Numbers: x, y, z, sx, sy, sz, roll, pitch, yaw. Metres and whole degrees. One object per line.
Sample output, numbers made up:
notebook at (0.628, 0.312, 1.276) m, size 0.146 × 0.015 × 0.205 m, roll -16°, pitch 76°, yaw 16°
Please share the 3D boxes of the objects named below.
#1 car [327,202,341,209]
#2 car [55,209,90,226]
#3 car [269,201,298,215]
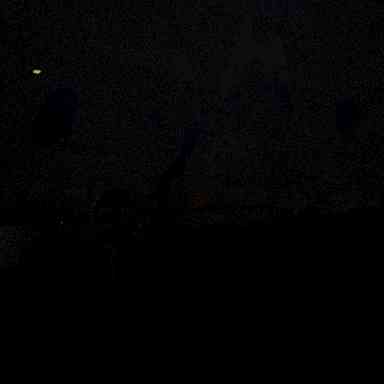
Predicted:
car at (28.593, 2.605, 66.912) m, size 1.994 × 1.385 × 4.181 m, roll 0°, pitch -1°, yaw 36°
car at (-8.639, 2.032, 27.156) m, size 1.895 × 1.301 × 4.718 m, roll 0°, pitch 0°, yaw 36°
car at (11.770, 2.196, 43.532) m, size 1.882 × 1.535 × 5.008 m, roll 0°, pitch -1°, yaw 36°
